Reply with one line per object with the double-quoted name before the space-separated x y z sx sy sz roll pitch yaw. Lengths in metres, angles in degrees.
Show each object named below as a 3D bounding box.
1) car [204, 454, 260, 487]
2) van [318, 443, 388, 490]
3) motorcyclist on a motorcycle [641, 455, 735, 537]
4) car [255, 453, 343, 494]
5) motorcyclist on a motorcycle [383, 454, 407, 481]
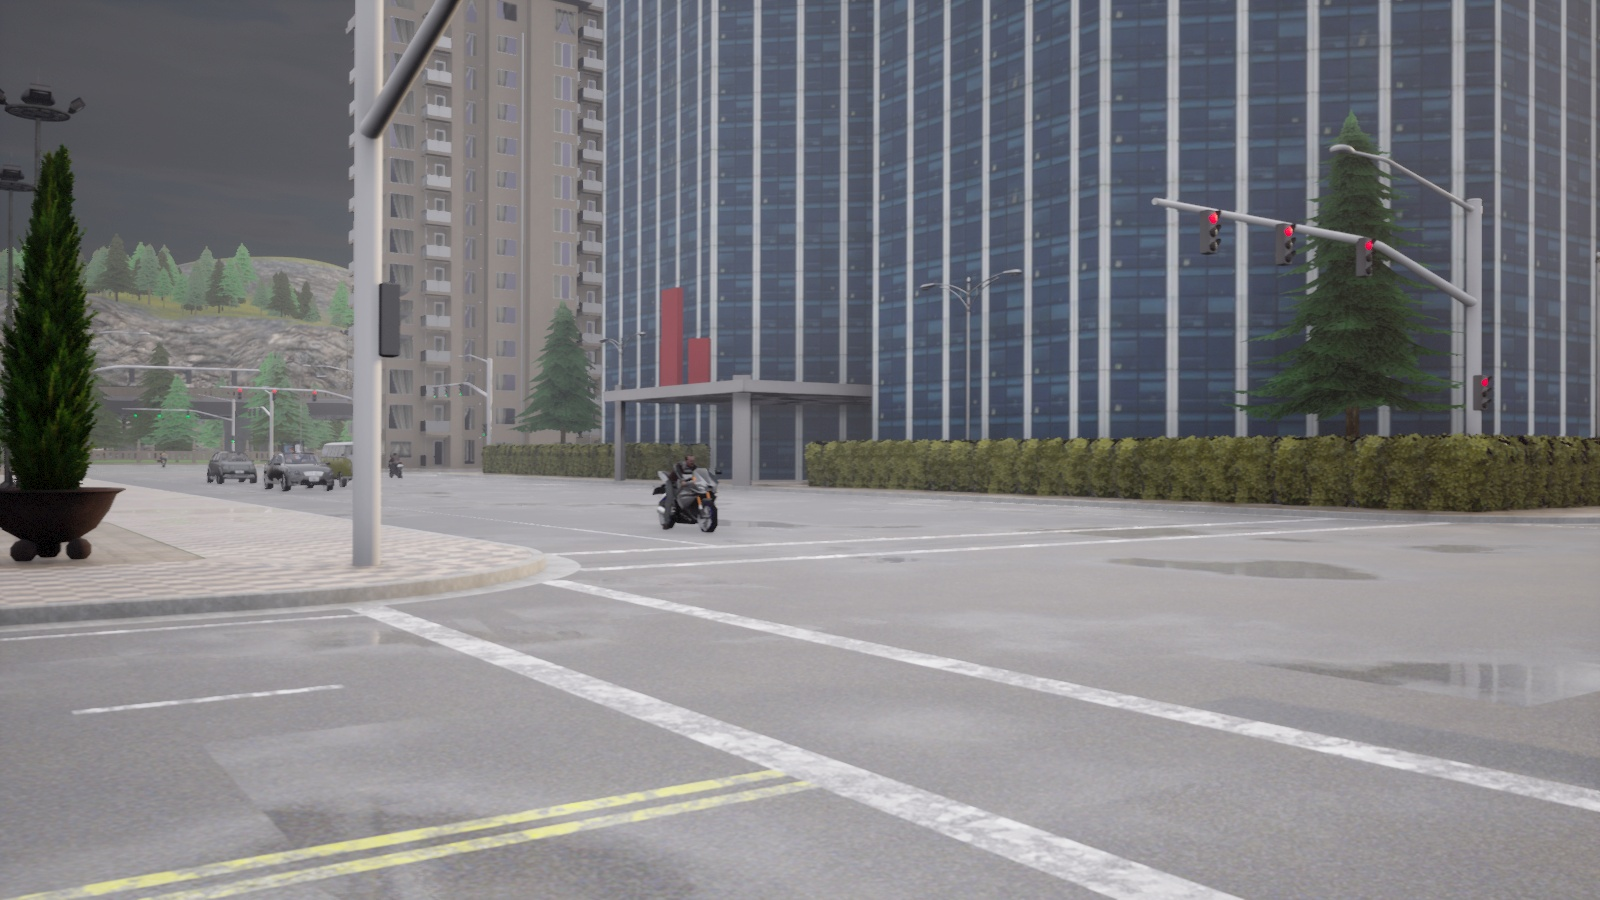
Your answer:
"car" -27.102 0.953 59.879 1.789 1.549 3.705 0 0 -35
"van" -19.872 0.709 55.703 1.775 1.987 4.442 0 0 -35
"motorcyclist on a motorcycle" -2.221 0.871 24.616 0.866 1.530 2.191 0 0 -35
"car" -19.796 0.890 49.525 2.128 1.511 4.902 0 0 -35
"motorcyclist on a motorcycle" -23.583 1.003 73.106 0.797 1.523 2.044 0 0 -35
